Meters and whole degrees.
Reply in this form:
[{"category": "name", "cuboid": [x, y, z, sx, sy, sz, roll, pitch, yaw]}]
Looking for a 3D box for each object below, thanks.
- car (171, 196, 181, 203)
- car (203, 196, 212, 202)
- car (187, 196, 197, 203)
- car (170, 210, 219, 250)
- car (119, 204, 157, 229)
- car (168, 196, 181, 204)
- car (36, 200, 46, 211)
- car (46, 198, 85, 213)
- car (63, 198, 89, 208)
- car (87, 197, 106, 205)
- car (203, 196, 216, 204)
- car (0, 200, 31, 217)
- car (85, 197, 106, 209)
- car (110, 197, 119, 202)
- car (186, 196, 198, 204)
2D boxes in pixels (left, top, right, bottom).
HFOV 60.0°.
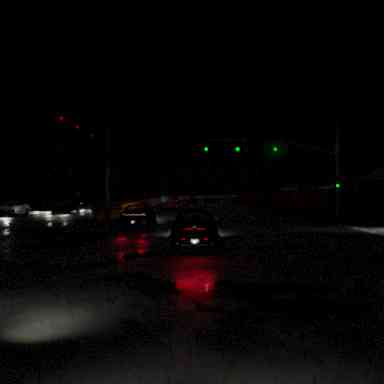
[{"category": "car", "cuboid": [-3.503, 1.642, 74.761, 2.033, 1.411, 5.357, 0, 0, 0]}, {"category": "car", "cuboid": [3.497, 1.586, 74.795, 1.895, 1.301, 4.718, 0, 0, 0]}, {"category": "car", "cuboid": [-0.003, 1.642, 75.178, 2.033, 1.411, 5.357, 0, 0, 0]}, {"category": "car", "cuboid": [0.100, 1.524, 14.434, 1.837, 1.490, 4.892, 0, 0, 0]}, {"category": "car", "cuboid": [-3.401, 1.521, 21.546, 2.128, 1.511, 4.902, 0, 0, 0]}, {"category": "car", "cuboid": [-3.503, 1.689, 64.633, 1.895, 1.301, 4.718, 0, 0, 0]}, {"category": "car", "cuboid": [-17.576, 1.620, 41.305, 1.994, 1.385, 4.181, 0, 0, 0]}, {"category": "car", "cuboid": [-14.090, 1.529, 37.445, 1.882, 1.535, 5.008, 0, 0, 0]}, {"category": "car", "cuboid": [-17.514, 1.616, 50.566, 2.033, 1.411, 5.357, 0, 0, 0]}, {"category": "car", "cuboid": [-17.503, 1.631, 61.150, 2.033, 1.411, 5.357, 0, 0, 0]}, {"category": "car", "cuboid": [3.497, 1.565, 64.345, 1.882, 1.535, 5.008, 0, 0, 0]}, {"category": "car", "cuboid": [-17.595, 1.570, 32.555, 1.812, 1.442, 4.674, 0, 0, 0]}, {"category": "car", "cuboid": [-14.042, 1.665, 47.255, 1.895, 1.301, 4.718, 0, 0, 0]}, {"category": "car", "cuboid": [-14.002, 1.626, 57.917, 2.033, 1.411, 5.357, 0, 0, 0]}, {"category": "car", "cuboid": [-0.003, 1.593, 64.983, 1.837, 1.490, 4.892, 0, 0, 0]}]
